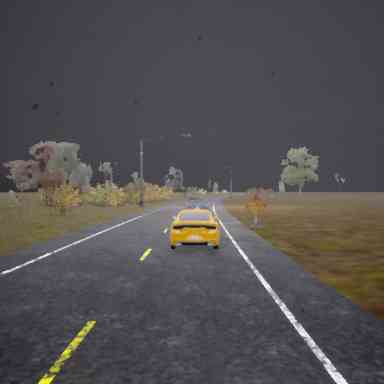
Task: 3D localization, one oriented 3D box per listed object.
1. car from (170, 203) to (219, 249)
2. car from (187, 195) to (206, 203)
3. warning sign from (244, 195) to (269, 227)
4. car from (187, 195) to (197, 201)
[{"bbox_3d":[0.131,1.484,14.600,1.882,1.535,5.008,0,0,1],"label":"car"},{"bbox_3d":[0.523,1.362,29.534,2.097,1.767,4.553,0,0,2],"label":"car"},{"bbox_3d":[3.789,1.113,19.737,1.300,1.860,1.060,0,0,1],"label":"warning sign"},{"bbox_3d":[-0.011,1.458,76.923,1.895,1.301,4.718,0,0,5],"label":"car"}]
